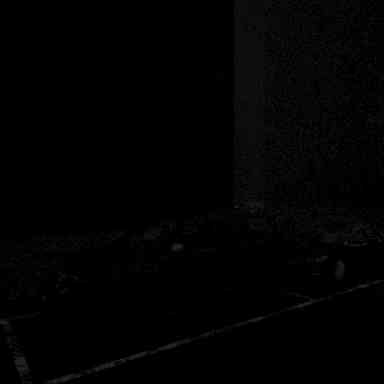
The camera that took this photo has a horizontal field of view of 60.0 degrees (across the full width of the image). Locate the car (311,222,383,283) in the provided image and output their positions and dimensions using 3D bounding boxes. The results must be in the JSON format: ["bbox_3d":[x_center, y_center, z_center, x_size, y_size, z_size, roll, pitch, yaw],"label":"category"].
[{"bbox_3d":[4.293,1.589,9.715,4.403,1.369,2.008,0,0,-36],"label":"car"}]

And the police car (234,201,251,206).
[{"bbox_3d":[8.254,2.442,57.409,2.038,1.542,4.974,0,-1,-36],"label":"police car"}]

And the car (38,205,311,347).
[{"bbox_3d":[-0.194,1.330,6.513,5.009,1.841,2.192,0,0,-36],"label":"car"}]
